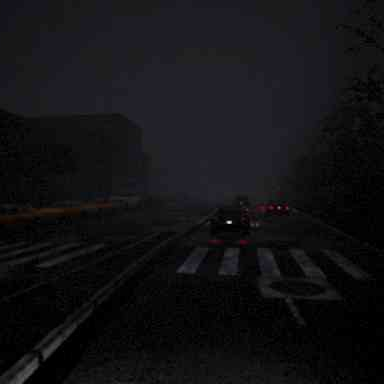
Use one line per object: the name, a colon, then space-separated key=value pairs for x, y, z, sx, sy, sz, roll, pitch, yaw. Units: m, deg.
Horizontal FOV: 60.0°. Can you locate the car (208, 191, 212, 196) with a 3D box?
car: x=3.281 y=0.209 z=94.118 sx=2.435 sy=2.045 sz=5.566 roll=0 pitch=1 yaw=10

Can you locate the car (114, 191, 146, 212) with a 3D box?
car: x=-7.035 y=0.890 z=34.355 sx=2.435 sy=2.045 sz=5.566 roll=0 pitch=1 yaw=10

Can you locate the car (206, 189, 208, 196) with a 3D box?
car: x=2.316 y=0.521 z=88.521 sx=1.946 sy=1.575 sz=5.366 roll=0 pitch=1 yaw=10

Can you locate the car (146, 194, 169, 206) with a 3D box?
car: x=-5.159 y=1.047 z=45.244 sx=2.163 sy=1.488 sz=4.792 roll=0 pitch=1 yaw=10

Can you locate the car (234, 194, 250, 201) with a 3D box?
car: x=6.222 y=1.062 z=41.524 sx=1.837 sy=1.490 sz=4.892 roll=0 pitch=1 yaw=10

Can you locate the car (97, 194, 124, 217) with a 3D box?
car: x=-8.025 y=1.204 z=28.635 sx=1.946 sy=1.575 sz=5.366 roll=0 pitch=1 yaw=10

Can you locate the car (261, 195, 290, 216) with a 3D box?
car: x=7.144 y=1.240 z=28.122 sx=2.033 sy=1.411 sz=5.357 roll=0 pitch=1 yaw=10

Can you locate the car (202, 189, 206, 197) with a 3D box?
car: x=1.412 y=0.458 z=83.289 sx=2.185 sy=1.767 sz=4.553 roll=0 pitch=1 yaw=10

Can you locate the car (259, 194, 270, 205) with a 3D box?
car: x=10.012 y=1.027 z=44.474 sx=1.812 sy=1.442 sz=4.674 roll=0 pitch=1 yaw=10

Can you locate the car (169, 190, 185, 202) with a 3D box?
car: x=-3.269 y=0.894 z=56.168 sx=2.231 sy=1.521 sz=4.892 roll=0 pitch=1 yaw=10

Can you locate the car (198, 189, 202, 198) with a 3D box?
car: x=0.436 y=0.645 z=77.633 sx=1.946 sy=1.575 sz=5.366 roll=0 pitch=1 yaw=10

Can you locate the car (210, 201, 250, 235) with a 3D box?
car: x=2.110 y=1.397 z=17.877 sx=1.994 sy=1.385 sz=4.181 roll=0 pitch=1 yaw=9

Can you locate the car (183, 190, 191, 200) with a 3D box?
car: x=-2.337 y=0.580 z=61.576 sx=2.435 sy=2.045 sz=5.566 roll=0 pitch=1 yaw=10

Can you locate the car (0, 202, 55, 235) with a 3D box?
car: x=-9.914 y=1.331 z=17.750 sx=1.946 sy=1.575 sz=5.366 roll=0 pitch=1 yaw=10

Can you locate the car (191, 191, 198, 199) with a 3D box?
car: x=-0.788 y=0.727 z=70.871 sx=2.231 sy=1.521 sz=4.892 roll=0 pitch=1 yaw=11

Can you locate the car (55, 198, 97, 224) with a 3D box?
car: x=-8.965 y=1.266 z=23.191 sx=1.946 sy=1.575 sz=5.366 roll=0 pitch=1 yaw=10
